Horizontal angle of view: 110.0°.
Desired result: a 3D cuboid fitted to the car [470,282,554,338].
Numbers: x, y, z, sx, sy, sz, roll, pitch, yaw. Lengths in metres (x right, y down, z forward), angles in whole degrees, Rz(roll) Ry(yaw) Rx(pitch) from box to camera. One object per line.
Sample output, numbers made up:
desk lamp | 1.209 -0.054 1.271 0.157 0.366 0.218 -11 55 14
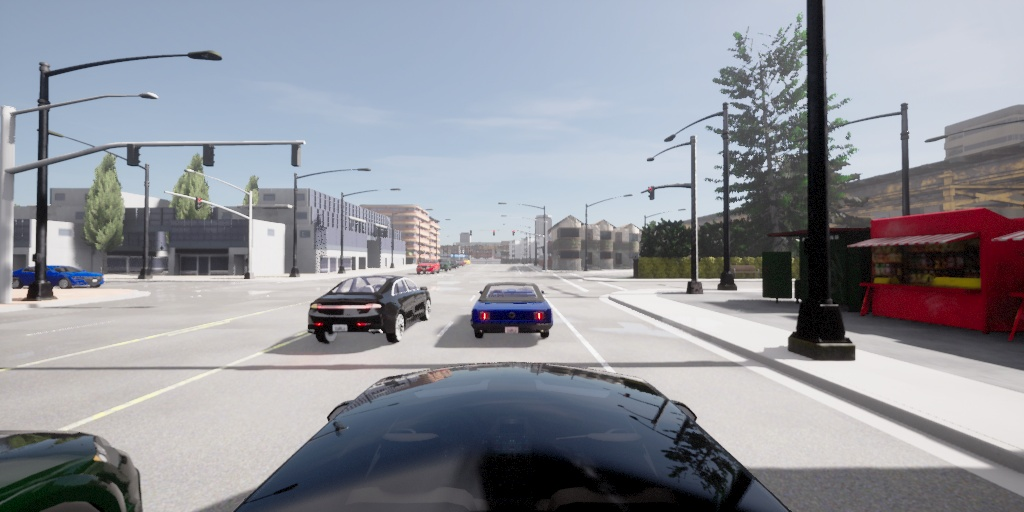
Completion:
car | -0.011 1.373 10.203 1.895 1.301 4.718 0 0 0

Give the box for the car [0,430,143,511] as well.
car | -3.373 1.313 0.556 1.994 1.385 4.181 0 0 -1

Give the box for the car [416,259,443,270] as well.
car | -11.055 1.379 47.620 2.150 2.045 5.566 0 -1 -1

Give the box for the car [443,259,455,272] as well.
car | -11.149 1.441 57.669 2.150 2.045 5.566 0 0 0

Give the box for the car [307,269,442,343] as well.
car | -3.511 1.265 9.724 2.128 1.511 4.902 0 0 0

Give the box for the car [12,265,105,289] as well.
car | -29.748 1.337 23.421 5.008 1.535 1.882 0 -1 0
